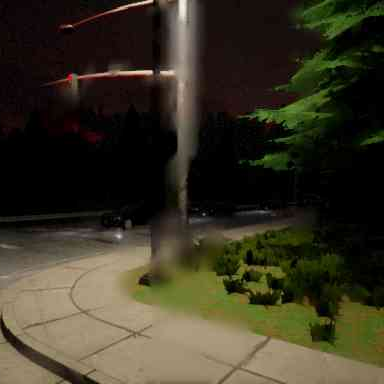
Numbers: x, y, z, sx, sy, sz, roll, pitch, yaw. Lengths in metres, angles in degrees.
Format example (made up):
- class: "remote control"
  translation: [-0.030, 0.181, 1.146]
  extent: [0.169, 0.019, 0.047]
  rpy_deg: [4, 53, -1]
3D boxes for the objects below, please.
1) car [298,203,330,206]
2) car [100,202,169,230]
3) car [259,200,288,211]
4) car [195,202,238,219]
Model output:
- class: "car"
  translation: [14.711, 1.195, 40.679]
  extent: [2.150, 2.045, 5.566]
  rpy_deg: [0, 0, 36]
- class: "car"
  translation: [-3.545, 1.450, 21.162]
  extent: [1.882, 1.535, 5.008]
  rpy_deg: [0, 0, 35]
- class: "car"
  translation: [9.881, 1.573, 40.299]
  extent: [1.895, 1.301, 4.718]
  rpy_deg: [0, 0, 36]
- class: "car"
  translation: [2.265, 1.573, 29.559]
  extent: [1.895, 1.301, 4.718]
  rpy_deg: [0, 0, 35]
